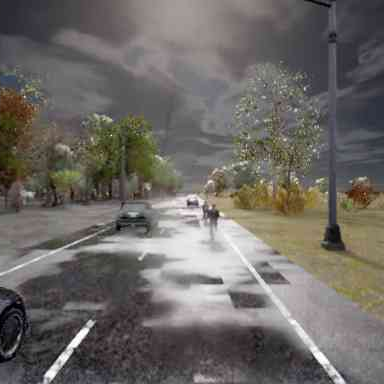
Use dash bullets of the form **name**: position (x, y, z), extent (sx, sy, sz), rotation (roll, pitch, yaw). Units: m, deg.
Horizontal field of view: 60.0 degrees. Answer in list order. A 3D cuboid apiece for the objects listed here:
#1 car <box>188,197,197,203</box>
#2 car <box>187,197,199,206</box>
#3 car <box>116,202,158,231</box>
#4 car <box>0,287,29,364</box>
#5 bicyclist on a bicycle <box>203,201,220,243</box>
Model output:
- **car**: position (0.078, 1.756, 74.242), extent (1.895, 1.301, 4.718), rotation (0, 0, 0)
- **car**: position (0.158, 1.689, 58.274), extent (1.994, 1.385, 4.181), rotation (0, 0, 0)
- **car**: position (-3.378, 1.396, 21.231), extent (2.097, 1.767, 4.553), rotation (0, 0, 0)
- **car**: position (-3.398, 1.570, 3.213), extent (1.994, 1.385, 4.181), rotation (0, 0, 0)
- **bicyclist on a bicycle**: position (0.982, 1.403, 15.288), extent (0.659, 1.776, 1.843), rotation (0, 0, 0)
